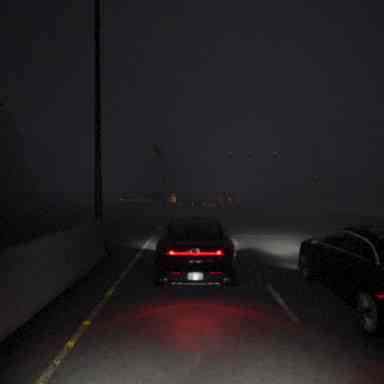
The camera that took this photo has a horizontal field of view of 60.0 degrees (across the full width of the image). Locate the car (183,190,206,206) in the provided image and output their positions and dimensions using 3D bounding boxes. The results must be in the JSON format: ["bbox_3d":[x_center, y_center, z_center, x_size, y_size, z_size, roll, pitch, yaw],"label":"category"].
[{"bbox_3d":[0.079,0.837,34.201,2.128,1.511,4.902,0,1,0],"label":"car"}]

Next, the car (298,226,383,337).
[{"bbox_3d":[3.562,1.404,6.456,2.128,1.511,4.902,0,1,0],"label":"car"}]

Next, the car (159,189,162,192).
[{"bbox_3d":[-7.039,0.129,71.278,1.994,1.385,4.181,0,1,0],"label":"car"}]

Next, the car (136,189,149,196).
[{"bbox_3d":[-10.539,0.055,71.240,1.882,1.535,5.008,0,1,0],"label":"car"}]

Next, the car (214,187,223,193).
[{"bbox_3d":[6.951,-0.544,88.881,2.097,1.767,4.553,0,1,0],"label":"car"}]

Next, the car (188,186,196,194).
[{"bbox_3d":[-0.049,-0.675,88.934,2.150,2.045,5.566,0,1,0],"label":"car"}]

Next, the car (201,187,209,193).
[{"bbox_3d":[3.451,-0.544,88.879,2.097,1.767,4.553,0,1,0],"label":"car"}]

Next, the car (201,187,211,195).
[{"bbox_3d":[3.457,-0.087,78.496,1.837,1.490,4.892,0,1,0],"label":"car"}]

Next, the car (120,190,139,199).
[{"bbox_3d":[-10.590,0.451,55.520,2.033,1.411,5.357,0,1,0],"label":"car"}]

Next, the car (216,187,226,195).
[{"bbox_3d":[6.956,-0.247,79.715,2.097,1.767,4.553,0,1,0],"label":"car"}]

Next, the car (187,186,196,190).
[{"bbox_3d":[-0.043,-0.045,78.495,2.033,1.411,5.357,0,1,0],"label":"car"}]

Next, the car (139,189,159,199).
[{"bbox_3d":[-7.091,0.382,55.459,1.882,1.535,5.008,0,1,0],"label":"car"}]

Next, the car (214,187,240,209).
[{"bbox_3d":[3.578,0.703,33.922,2.097,1.767,4.553,0,1,0],"label":"car"}]

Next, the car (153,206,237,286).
[{"bbox_3d":[0.071,1.368,8.965,1.837,1.490,4.892,0,1,0],"label":"car"}]
